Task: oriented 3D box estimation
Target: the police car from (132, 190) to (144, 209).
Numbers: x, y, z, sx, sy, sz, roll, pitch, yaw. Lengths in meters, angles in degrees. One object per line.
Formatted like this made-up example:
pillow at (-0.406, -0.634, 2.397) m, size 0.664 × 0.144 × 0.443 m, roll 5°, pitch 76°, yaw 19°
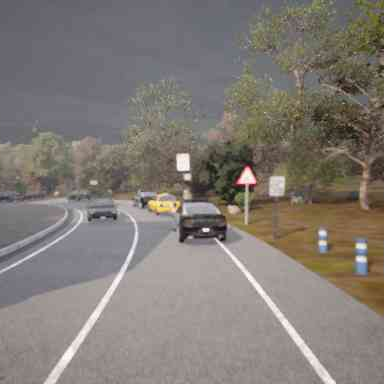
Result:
police car at (-4.248, 0.630, 30.798) m, size 1.930 × 1.638 × 5.238 m, roll -3°, pitch 2°, yaw -22°

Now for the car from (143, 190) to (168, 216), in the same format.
car at (-2.128, 0.818, 24.982) m, size 1.801 × 1.575 × 5.366 m, roll -2°, pitch 2°, yaw -17°

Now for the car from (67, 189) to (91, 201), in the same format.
car at (-16.462, 0.375, 48.335) m, size 2.097 × 1.767 × 4.553 m, roll -6°, pitch 4°, yaw -43°

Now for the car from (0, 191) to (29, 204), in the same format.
car at (-30.766, 0.827, 56.358) m, size 5.566 × 2.045 × 2.150 m, roll -2°, pitch 4°, yaw 35°

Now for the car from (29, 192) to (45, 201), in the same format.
car at (-27.968, 0.718, 58.502) m, size 5.008 × 1.535 × 1.882 m, roll -2°, pitch 4°, yaw 33°

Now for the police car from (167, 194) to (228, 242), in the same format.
police car at (0.170, 1.100, 14.716) m, size 1.930 × 1.638 × 5.238 m, roll -1°, pitch 2°, yaw -8°

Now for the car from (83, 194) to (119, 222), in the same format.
car at (-6.018, 1.095, 22.382) m, size 2.033 × 1.411 × 5.357 m, roll -2°, pitch 2°, yaw -16°
